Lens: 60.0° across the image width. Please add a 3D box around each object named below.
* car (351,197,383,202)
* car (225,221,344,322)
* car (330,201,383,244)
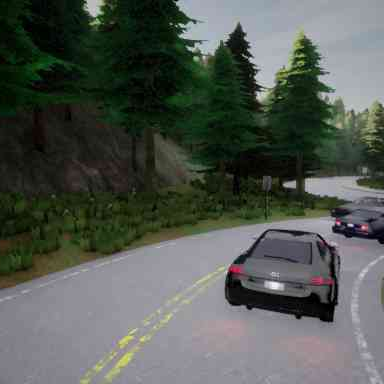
[{"bbox_3d":[10.802,1.028,20.207,5.357,1.411,2.033,-2,5,-32],"label":"car"},{"bbox_3d":[2.213,1.532,7.443,1.994,1.385,4.181,2,2,24],"label":"car"},{"bbox_3d":[8.598,1.372,14.965,5.357,1.411,2.033,-1,5,-33],"label":"car"}]
